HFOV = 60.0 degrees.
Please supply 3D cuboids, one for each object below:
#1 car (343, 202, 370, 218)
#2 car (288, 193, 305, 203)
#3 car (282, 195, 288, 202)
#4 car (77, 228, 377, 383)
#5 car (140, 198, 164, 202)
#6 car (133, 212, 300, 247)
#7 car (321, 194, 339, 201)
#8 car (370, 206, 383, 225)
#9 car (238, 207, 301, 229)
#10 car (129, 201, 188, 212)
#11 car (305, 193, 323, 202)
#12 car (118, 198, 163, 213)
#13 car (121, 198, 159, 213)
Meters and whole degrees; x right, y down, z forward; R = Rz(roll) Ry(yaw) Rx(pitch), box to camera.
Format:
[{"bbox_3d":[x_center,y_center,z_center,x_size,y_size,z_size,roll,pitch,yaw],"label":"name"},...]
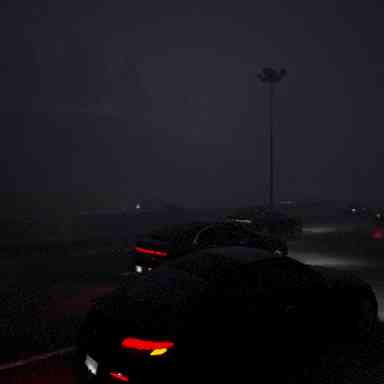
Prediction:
[{"bbox_3d":[15.358,1.569,30.707,1.994,1.385,4.181,0,0,37],"label":"car"},{"bbox_3d":[23.056,1.240,71.260,2.150,2.045,5.566,0,0,36],"label":"car"},{"bbox_3d":[21.958,1.516,75.713,1.837,1.490,4.892,0,0,36],"label":"car"},{"bbox_3d":[0.816,1.527,4.721,4.674,1.442,1.812,0,0,-38],"label":"car"},{"bbox_3d":[-2.373,1.570,30.788,1.994,1.385,4.181,0,0,40],"label":"car"},{"bbox_3d":[0.668,1.507,9.100,4.892,1.490,1.837,0,0,-39],"label":"car"},{"bbox_3d":[27.700,1.491,65.736,1.882,1.535,5.008,0,0,36],"label":"car"},{"bbox_3d":[14.108,1.605,23.172,1.895,1.301,4.718,0,0,38],"label":"car"},{"bbox_3d":[3.632,1.495,16.507,4.902,1.511,2.128,0,0,-44],"label":"car"},{"bbox_3d":[-2.142,1.606,25.669,1.895,1.301,4.718,0,0,43],"label":"car"},{"bbox_3d":[25.892,1.239,69.208,2.150,2.045,5.566,0,0,36],"label":"car"},{"bbox_3d":[-5.778,1.499,37.766,2.128,1.511,4.902,0,0,39],"label":"car"},{"bbox_3d":[-4.539,1.359,33.653,2.097,1.767,4.553,0,0,39],"label":"car"}]
